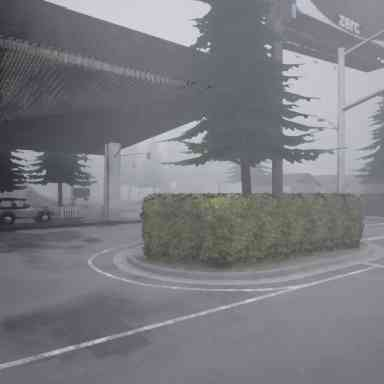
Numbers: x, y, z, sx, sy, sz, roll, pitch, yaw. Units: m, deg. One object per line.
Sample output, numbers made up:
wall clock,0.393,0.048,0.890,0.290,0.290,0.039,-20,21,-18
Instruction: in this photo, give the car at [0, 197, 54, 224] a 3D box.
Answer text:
car,-11.961,1.313,23.491,3.866,1.878,1.905,0,0,-36
